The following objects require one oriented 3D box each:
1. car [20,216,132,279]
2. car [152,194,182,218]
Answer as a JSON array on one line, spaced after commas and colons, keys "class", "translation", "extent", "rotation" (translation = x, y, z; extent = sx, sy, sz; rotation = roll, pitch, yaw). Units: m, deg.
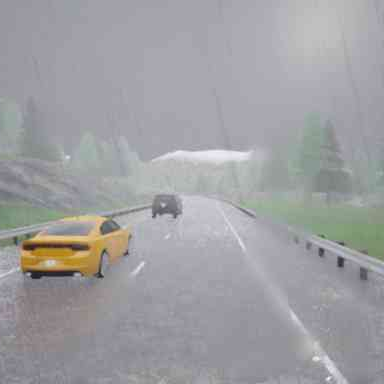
[{"class": "car", "translation": [-3.149, 1.470, 10.084], "extent": [1.882, 1.535, 5.008], "rotation": [0, 0, 2]}, {"class": "car", "translation": [-2.162, 1.208, 29.724], "extent": [2.150, 2.045, 5.566], "rotation": [0, 0, 4]}]
